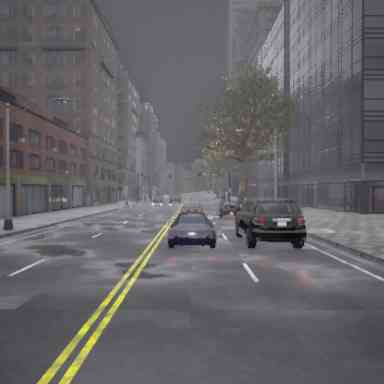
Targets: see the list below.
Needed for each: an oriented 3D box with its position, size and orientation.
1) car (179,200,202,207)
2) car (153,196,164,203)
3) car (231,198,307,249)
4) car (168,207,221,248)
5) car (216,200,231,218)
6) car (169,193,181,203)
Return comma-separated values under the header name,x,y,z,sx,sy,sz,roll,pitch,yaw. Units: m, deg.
name,x,y,z,sx,sy,sz,roll,pitch,yaw
car,0.000,1.593,29.680,1.895,1.301,4.718,0,0,0
car,-6.500,1.486,64.651,1.837,1.490,4.892,0,0,0
car,3.250,1.248,14.679,2.150,2.045,5.566,0,0,0
car,0.000,1.563,14.650,1.994,1.385,4.181,0,0,0
car,3.250,1.493,29.650,1.837,1.490,4.892,0,0,0
car,-3.250,1.252,64.620,2.150,2.045,5.566,0,0,0
